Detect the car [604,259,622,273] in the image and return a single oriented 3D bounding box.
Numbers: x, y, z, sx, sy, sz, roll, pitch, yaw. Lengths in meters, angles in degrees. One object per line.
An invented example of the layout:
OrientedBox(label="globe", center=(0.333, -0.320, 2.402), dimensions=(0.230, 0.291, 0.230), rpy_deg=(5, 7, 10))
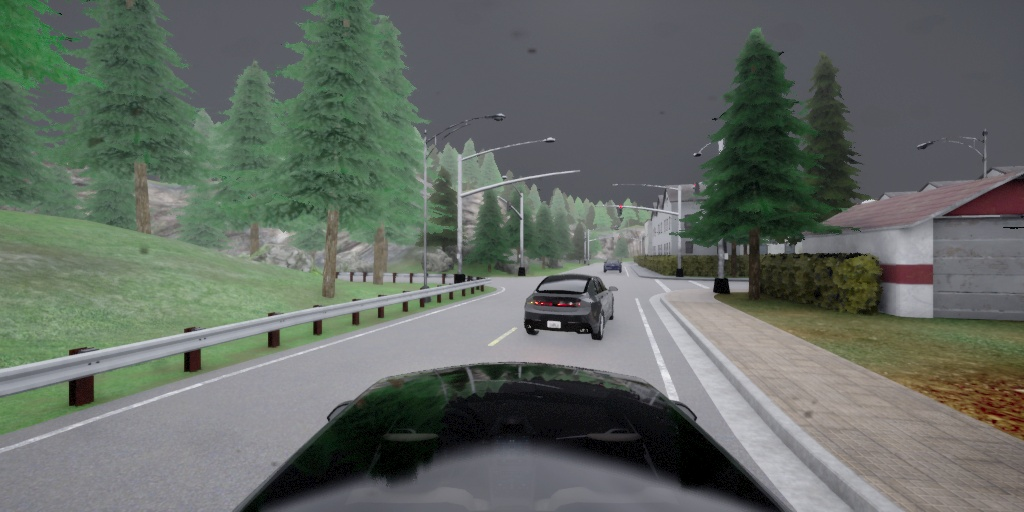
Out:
OrientedBox(label="car", center=(12.411, 1.102, 44.136), dimensions=(2.097, 1.767, 4.553), rpy_deg=(0, 0, 17))

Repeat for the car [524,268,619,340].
OrientedBox(label="car", center=(1.785, 1.255, 10.130), dimensions=(1.837, 1.490, 4.892), rpy_deg=(0, 0, 21))
